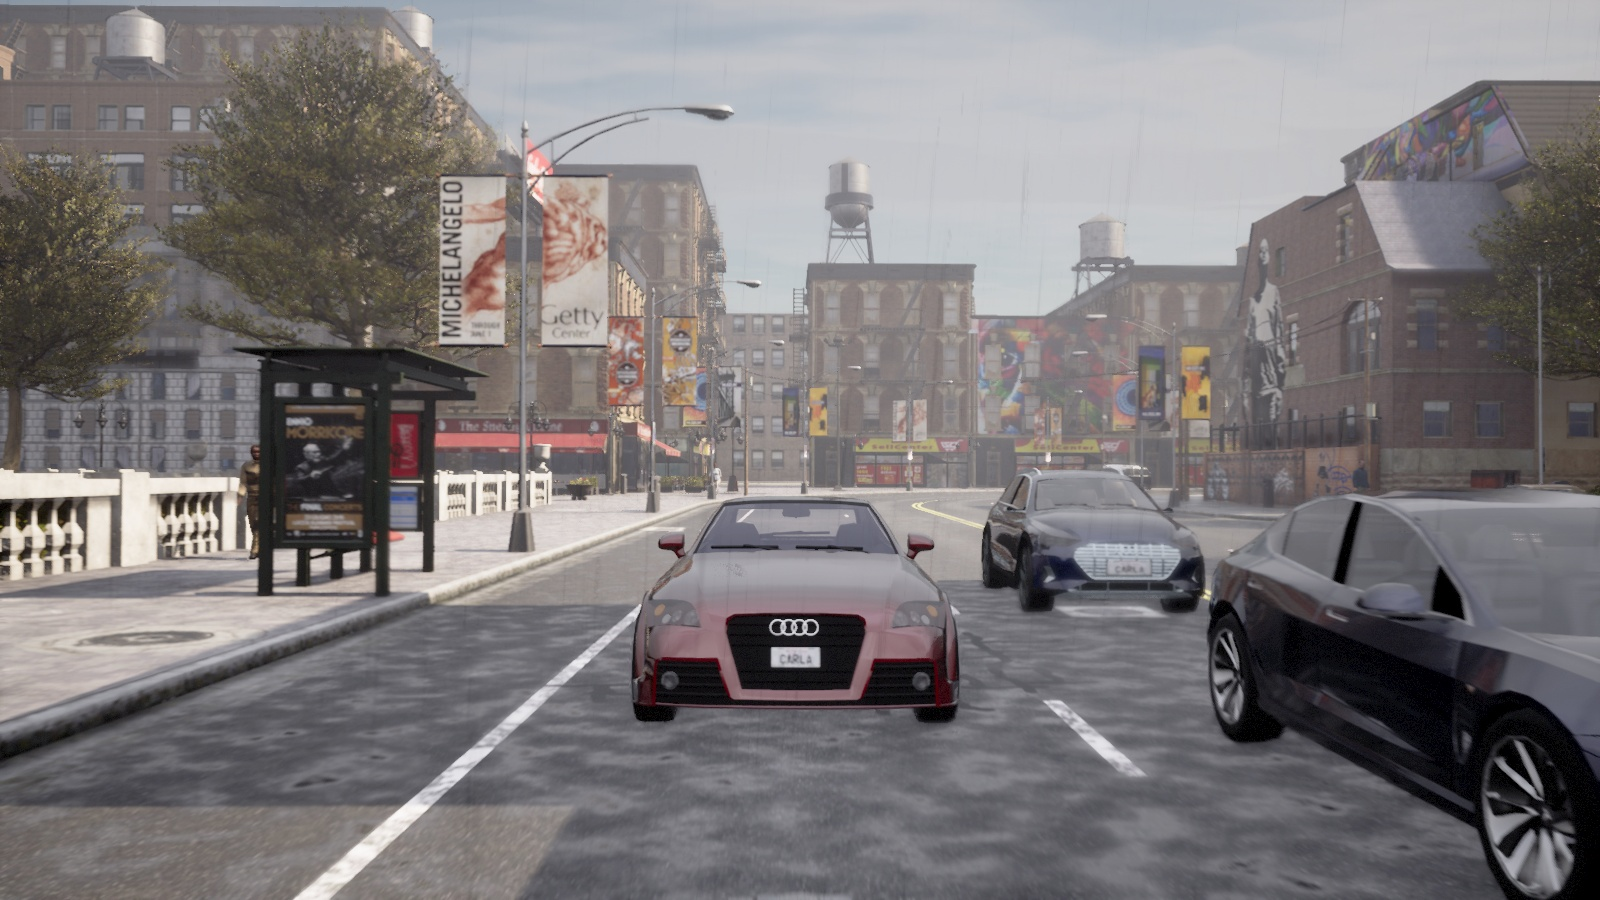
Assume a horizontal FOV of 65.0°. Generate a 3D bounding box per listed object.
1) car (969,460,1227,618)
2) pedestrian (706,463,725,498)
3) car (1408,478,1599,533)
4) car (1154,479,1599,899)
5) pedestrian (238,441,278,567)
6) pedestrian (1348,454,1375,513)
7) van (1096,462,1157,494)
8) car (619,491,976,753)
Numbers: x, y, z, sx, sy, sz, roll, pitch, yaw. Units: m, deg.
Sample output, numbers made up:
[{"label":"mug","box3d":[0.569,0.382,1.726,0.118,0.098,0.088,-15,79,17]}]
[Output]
[{"label":"car","box3d":[3.462,0.994,15.636,2.033,1.649,4.856,0,-1,0]},{"label":"pedestrian","box3d":[-4.530,1.615,67.305,0.874,1.855,0.900,0,-1,7]},{"label":"car","box3d":[17.921,1.365,31.181,4.718,1.301,1.895,0,-1,6]},{"label":"car","box3d":[3.485,0.902,6.071,2.163,1.488,4.792,0,-1,0]},{"label":"pedestrian","box3d":[-8.427,0.832,19.547,0.396,1.930,0.692,0,-1,-8]},{"label":"pedestrian","box3d":[17.671,1.062,39.533,0.402,1.842,0.726,0,-1,-10]},{"label":"van","box3d":[21.263,1.820,81.761,2.069,2.038,4.480,-1,-1,41]},{"label":"car","box3d":[-0.021,1.031,9.127,1.994,1.385,4.181,0,-1,0]}]
